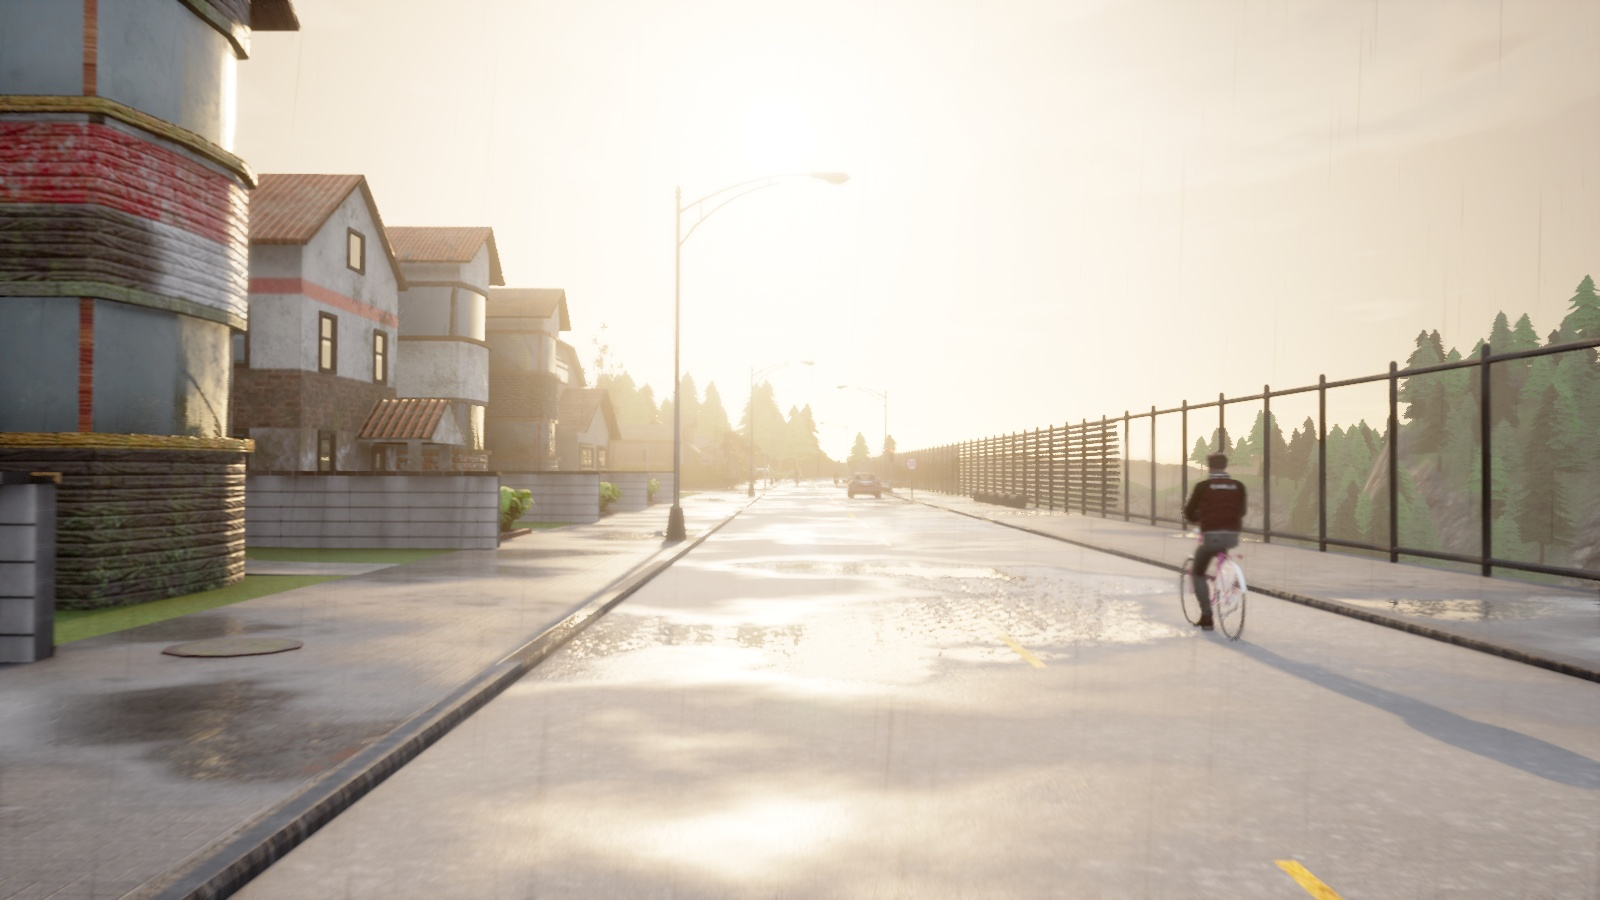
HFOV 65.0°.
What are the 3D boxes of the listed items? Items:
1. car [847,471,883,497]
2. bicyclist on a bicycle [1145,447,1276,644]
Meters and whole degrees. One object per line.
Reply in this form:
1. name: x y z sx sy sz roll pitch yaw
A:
1. car: 3.818 2.009 74.304 1.970 1.475 3.806 0 -1 0
2. bicyclist on a bicycle: 3.969 0.875 12.293 0.659 1.776 1.843 0 -1 0
